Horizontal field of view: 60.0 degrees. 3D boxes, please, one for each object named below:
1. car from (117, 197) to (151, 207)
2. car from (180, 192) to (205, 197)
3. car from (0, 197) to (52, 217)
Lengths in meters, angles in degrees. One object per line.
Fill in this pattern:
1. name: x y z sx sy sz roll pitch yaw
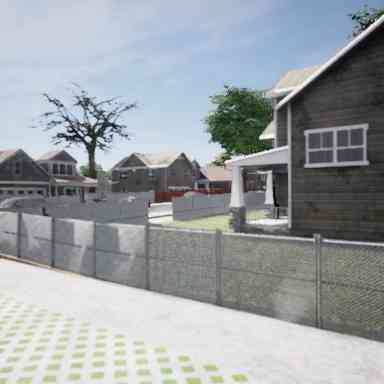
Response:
1. car: -5.986 1.138 30.222 1.895 1.301 4.718 0 1 35
2. car: -0.088 0.736 38.589 1.882 1.535 5.008 0 1 35
3. car: -11.671 1.161 22.137 2.097 1.767 4.553 0 1 35
